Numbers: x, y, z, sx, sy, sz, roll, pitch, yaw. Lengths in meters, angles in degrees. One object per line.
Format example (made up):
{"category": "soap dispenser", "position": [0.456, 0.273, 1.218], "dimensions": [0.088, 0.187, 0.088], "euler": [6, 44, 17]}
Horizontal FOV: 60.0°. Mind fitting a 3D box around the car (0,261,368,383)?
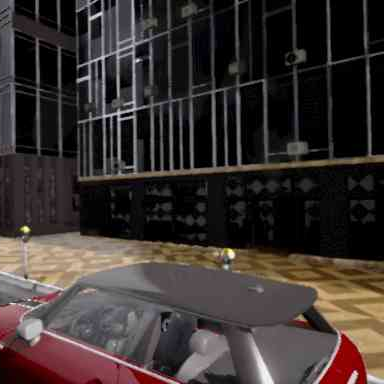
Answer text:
{"category": "car", "position": [-0.561, 1.445, 3.292], "dimensions": [4.097, 1.590, 1.967], "euler": [0, -1, 36]}
